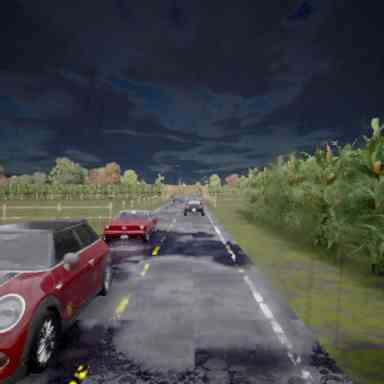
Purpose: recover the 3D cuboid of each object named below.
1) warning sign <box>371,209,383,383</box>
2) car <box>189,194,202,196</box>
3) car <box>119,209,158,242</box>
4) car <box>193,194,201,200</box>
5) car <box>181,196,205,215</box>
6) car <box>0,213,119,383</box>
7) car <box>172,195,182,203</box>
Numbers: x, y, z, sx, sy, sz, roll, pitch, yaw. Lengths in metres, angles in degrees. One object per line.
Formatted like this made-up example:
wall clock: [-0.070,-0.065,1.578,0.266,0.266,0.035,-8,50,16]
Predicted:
warning sign: [2.459,1.107,2.819,1.300,1.860,1.060,0,0,0]
car: [0.229,1.159,45.402,2.097,1.767,4.553,0,0,0]
car: [-2.790,1.534,15.979,1.895,1.301,4.718,0,0,0]
car: [1.226,1.153,77.827,1.837,1.490,4.892,0,0,0]
car: [0.187,1.394,31.622,1.812,1.442,4.674,0,0,0]
car: [-2.836,1.326,5.560,2.097,1.767,4.553,0,0,0]
car: [-2.572,1.279,60.724,2.033,1.411,5.357,0,0,1]
